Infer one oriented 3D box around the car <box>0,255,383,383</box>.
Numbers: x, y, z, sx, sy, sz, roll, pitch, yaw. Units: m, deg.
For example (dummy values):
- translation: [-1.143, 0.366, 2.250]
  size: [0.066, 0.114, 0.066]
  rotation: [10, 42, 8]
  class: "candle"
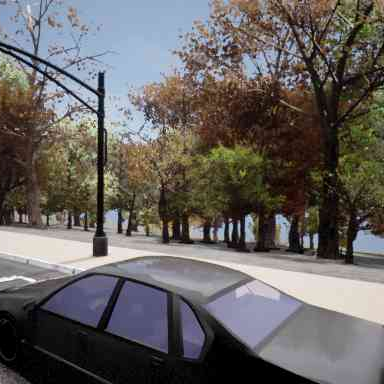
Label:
- translation: [-0.528, 1.547, 4.055]
  size: [5.357, 1.411, 2.033]
  rotation: [0, 0, 35]
  class: "car"
